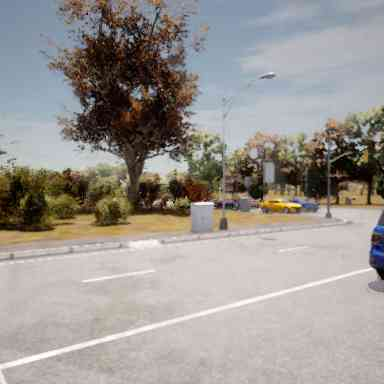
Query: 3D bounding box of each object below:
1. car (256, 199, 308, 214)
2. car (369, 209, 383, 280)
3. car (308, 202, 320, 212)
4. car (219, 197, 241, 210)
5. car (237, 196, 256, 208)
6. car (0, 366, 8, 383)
[{"bbox_3d":[9.755,1.512,36.535,1.882,1.535,5.008,0,0,-32],"label":"car"},{"bbox_3d":[6.796,1.235,8.594,5.566,2.045,2.150,0,0,-35],"label":"car"},{"bbox_3d":[12.448,1.516,38.818,1.882,1.535,5.008,0,0,-32],"label":"car"},{"bbox_3d":[4.773,1.627,44.389,1.895,1.301,4.718,0,0,-33],"label":"car"},{"bbox_3d":[7.564,1.381,46.512,2.097,1.767,4.553,0,0,-33],"label":"car"},{"bbox_3d":[-3.280,1.349,1.405,4.553,1.767,2.097,0,0,-36],"label":"car"}]
